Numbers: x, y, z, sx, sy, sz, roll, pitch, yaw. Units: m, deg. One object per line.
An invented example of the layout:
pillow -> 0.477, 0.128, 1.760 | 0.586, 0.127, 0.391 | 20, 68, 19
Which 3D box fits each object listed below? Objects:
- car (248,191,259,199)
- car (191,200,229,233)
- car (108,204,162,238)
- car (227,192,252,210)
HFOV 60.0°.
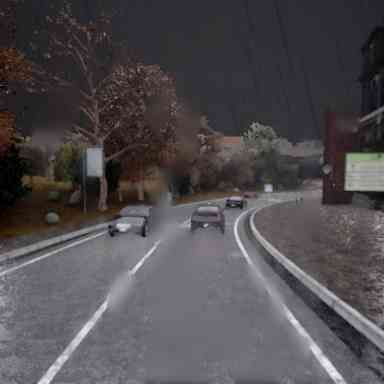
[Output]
car -> 9.899, 0.602, 57.132 | 1.895, 1.301, 4.718 | 3, 4, 30
car -> 1.049, 1.475, 19.644 | 1.837, 1.490, 4.892 | 1, 0, 7
car -> -2.866, 1.434, 17.518 | 2.128, 1.511, 4.902 | 1, 1, 6
car -> 5.151, 1.179, 37.743 | 1.882, 1.535, 5.008 | 2, 2, 18
